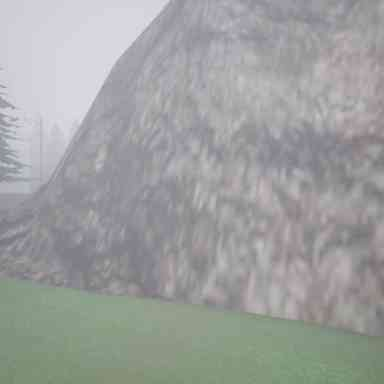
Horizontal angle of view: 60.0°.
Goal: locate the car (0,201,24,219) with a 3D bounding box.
[{"bbox_3d":[-16.090,1.492,26.666,2.128,1.511,4.902,0,0,29],"label":"car"}]
